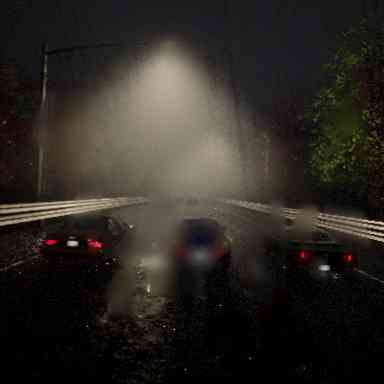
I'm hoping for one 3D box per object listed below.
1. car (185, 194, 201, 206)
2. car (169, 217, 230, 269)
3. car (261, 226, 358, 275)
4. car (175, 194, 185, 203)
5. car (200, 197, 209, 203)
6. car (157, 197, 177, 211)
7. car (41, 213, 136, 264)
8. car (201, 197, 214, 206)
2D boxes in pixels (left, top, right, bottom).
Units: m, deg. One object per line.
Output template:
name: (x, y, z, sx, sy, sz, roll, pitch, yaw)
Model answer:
car: (0.157, 1.719, 64.510, 2.097, 1.767, 4.553, 3, 0, 0)
car: (0.243, 1.609, 11.558, 1.812, 1.442, 4.674, 3, 0, 0)
car: (3.735, 1.853, 11.565, 1.895, 1.301, 4.718, 3, 0, 0)
car: (-3.370, 1.740, 78.660, 1.882, 1.535, 5.008, 3, 0, 0)
car: (3.592, 2.197, 94.942, 2.128, 1.511, 4.902, 3, 0, 0)
car: (-3.310, 1.614, 42.619, 1.812, 1.442, 4.674, 3, 0, 0)
car: (-3.256, 1.461, 11.551, 2.033, 1.411, 5.357, 3, 0, 0)
car: (3.642, 1.921, 70.795, 2.097, 1.767, 4.553, 3, 0, 0)
